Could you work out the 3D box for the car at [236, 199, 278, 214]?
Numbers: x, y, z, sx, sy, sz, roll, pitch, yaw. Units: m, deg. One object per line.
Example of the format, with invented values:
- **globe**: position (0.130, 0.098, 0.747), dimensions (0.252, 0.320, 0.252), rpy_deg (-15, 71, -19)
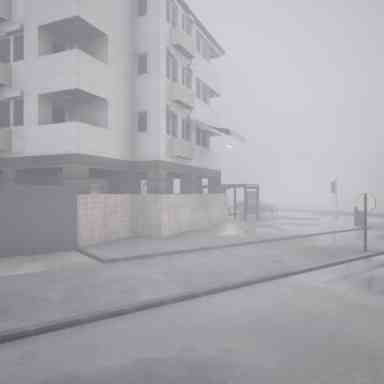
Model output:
- **car**: position (6.726, 1.491, 34.863), dimensions (2.128, 1.511, 4.902), rpy_deg (0, 0, -36)
